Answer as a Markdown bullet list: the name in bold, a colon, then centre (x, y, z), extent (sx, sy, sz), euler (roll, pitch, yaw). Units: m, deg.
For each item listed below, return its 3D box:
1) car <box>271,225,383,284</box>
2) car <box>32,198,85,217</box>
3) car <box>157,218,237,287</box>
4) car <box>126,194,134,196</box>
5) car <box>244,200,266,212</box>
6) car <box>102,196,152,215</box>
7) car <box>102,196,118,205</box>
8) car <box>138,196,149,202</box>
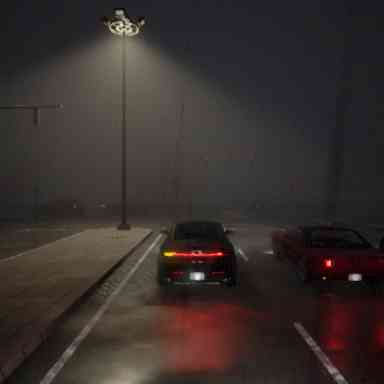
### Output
- **car**: centre (3.642, 1.601, 9.576), extent (1.895, 1.301, 4.718), euler (0, 0, 1)
- **car**: centre (-12.308, 1.351, 30.664), extent (4.553, 1.767, 2.097), euler (0, 0, 8)
- **car**: centre (0.139, 1.505, 9.335), extent (1.837, 1.490, 4.892), euler (0, 0, 1)
- **car**: centre (-11.124, 1.562, 59.652), extent (1.994, 1.385, 4.181), euler (0, 0, 1)
- **car**: centre (7.379, 1.563, 39.082), extent (1.994, 1.385, 4.181), euler (0, 0, 0)
- **car**: centre (-6.395, 1.490, 33.506), extent (4.902, 1.511, 2.128), euler (0, 0, 16)
- **car**: centre (-14.623, 1.523, 59.518), extent (1.812, 1.442, 4.674), euler (0, 0, 1)
- **car**: centre (-10.952, 1.593, 75.313), extent (1.895, 1.301, 4.718), euler (0, 0, 0)
